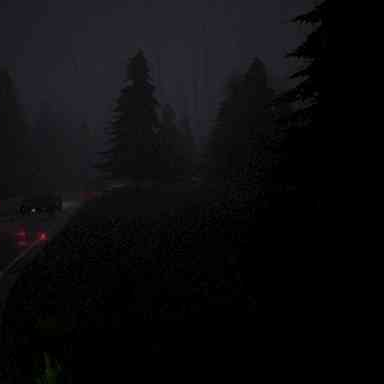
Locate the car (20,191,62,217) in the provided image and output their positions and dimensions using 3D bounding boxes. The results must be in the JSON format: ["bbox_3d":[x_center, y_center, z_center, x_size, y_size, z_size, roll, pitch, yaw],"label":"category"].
[{"bbox_3d":[-9.809,0.685,21.868,2.128,1.511,4.902,0,4,-12],"label":"car"}]

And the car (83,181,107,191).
[{"bbox_3d":[-12.191,-0.881,41.943,1.812,1.442,4.674,0,5,3],"label":"car"}]

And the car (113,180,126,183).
[{"bbox_3d":[-11.557,-2.067,58.117,2.033,1.411,5.357,0,4,25],"label":"car"}]
